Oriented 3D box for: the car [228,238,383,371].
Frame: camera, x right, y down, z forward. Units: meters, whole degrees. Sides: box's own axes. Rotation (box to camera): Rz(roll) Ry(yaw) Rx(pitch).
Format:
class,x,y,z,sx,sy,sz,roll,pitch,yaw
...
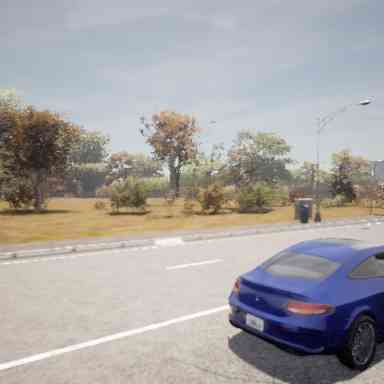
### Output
class,x,y,z,sx,sy,sz,roll,pitch,yaw
car,2.691,1.530,5.658,4.674,1.442,1.812,0,0,-35
